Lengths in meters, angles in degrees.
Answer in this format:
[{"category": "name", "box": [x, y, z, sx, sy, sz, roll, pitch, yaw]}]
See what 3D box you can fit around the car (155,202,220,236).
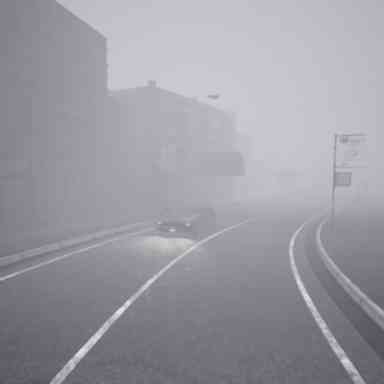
[{"category": "car", "box": [0.025, 1.262, 17.139, 2.033, 1.411, 5.357, 2, 2, 19]}]
